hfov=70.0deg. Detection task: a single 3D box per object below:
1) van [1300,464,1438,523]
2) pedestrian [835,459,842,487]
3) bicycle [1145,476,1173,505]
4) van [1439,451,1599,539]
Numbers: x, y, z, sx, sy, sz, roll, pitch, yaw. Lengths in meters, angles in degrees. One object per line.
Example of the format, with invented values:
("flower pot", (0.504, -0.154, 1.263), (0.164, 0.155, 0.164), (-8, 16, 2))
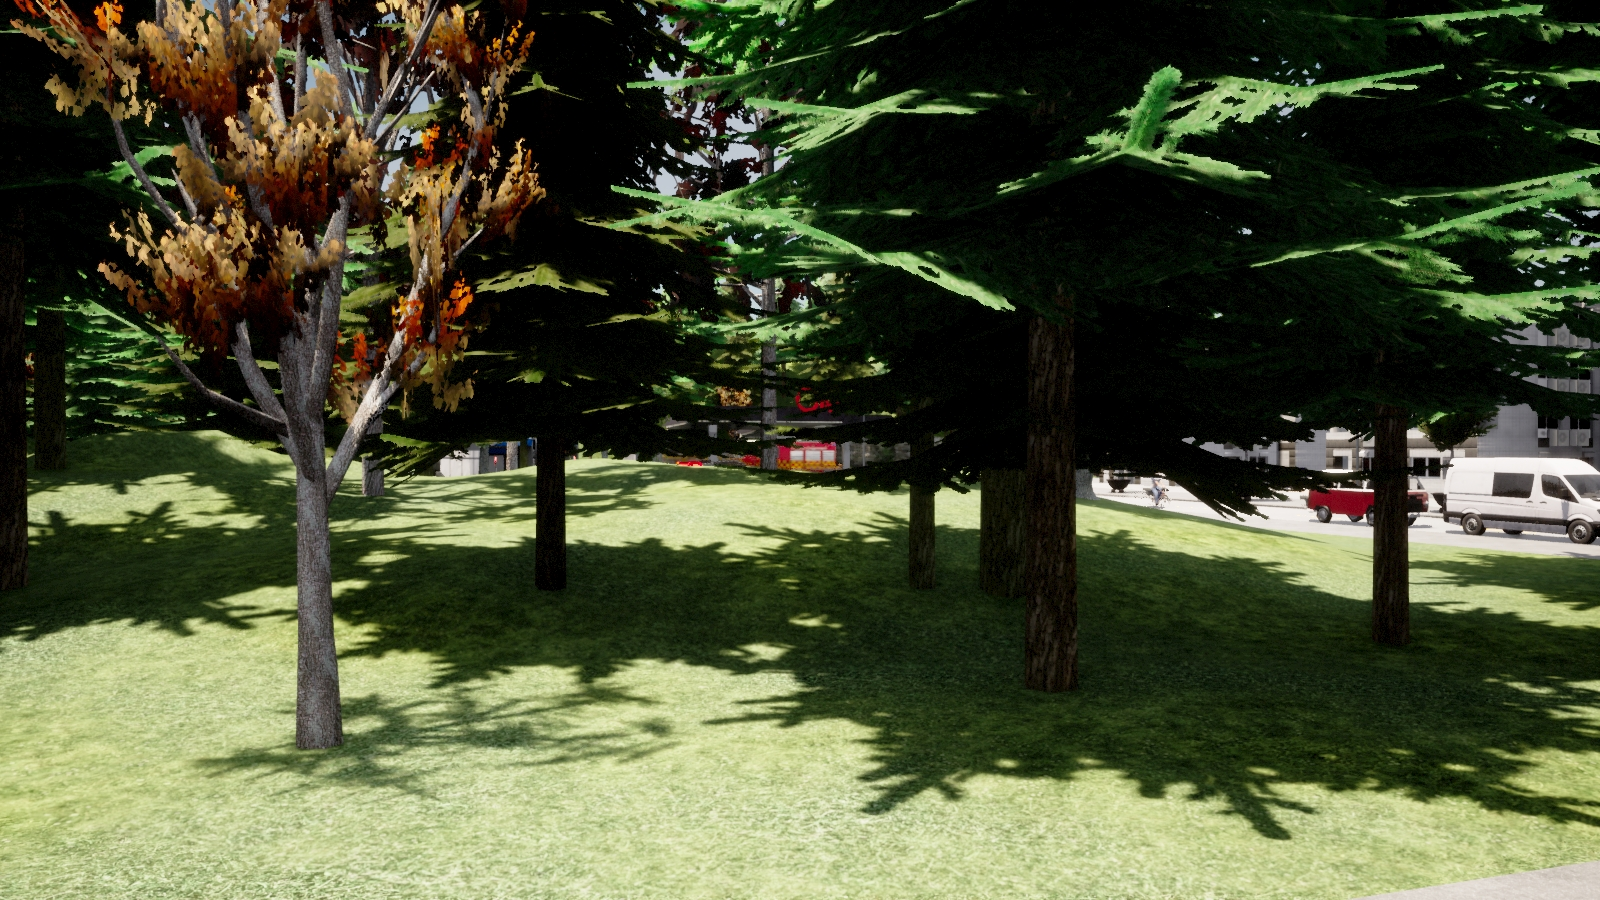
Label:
("van", (21.187, 1.563, 42.784), (2.069, 2.038, 4.480), (0, 0, -18))
("pedestrian", (2.608, 1.525, 77.017), (0.375, 1.860, 0.375), (0, 0, 32))
("bicycle", (17.211, 1.936, 54.755), (0.373, 1.296, 1.643), (0, 0, -18))
("van", (23.412, 1.314, 36.018), (1.988, 2.561, 5.915), (0, 0, -18))
